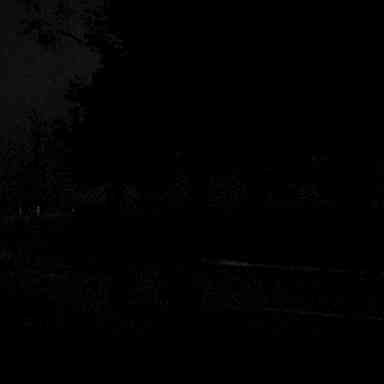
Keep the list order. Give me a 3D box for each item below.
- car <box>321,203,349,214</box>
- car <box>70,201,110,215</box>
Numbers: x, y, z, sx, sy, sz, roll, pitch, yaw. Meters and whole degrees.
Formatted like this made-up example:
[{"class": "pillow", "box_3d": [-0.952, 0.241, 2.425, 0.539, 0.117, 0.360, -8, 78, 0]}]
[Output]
[{"class": "car", "box_3d": [18.967, 2.107, 42.113, 4.892, 1.490, 1.837, 0, -2, 38]}, {"class": "car", "box_3d": [-11.554, 1.741, 37.975, 2.128, 1.511, 4.902, 0, -1, 33]}]
